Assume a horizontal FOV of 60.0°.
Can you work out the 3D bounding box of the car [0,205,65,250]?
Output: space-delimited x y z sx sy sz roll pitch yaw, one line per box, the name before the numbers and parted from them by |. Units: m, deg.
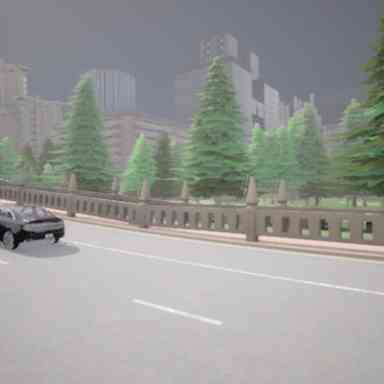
car | -7.087 1.261 13.315 4.902 1.511 2.128 3 2 35
